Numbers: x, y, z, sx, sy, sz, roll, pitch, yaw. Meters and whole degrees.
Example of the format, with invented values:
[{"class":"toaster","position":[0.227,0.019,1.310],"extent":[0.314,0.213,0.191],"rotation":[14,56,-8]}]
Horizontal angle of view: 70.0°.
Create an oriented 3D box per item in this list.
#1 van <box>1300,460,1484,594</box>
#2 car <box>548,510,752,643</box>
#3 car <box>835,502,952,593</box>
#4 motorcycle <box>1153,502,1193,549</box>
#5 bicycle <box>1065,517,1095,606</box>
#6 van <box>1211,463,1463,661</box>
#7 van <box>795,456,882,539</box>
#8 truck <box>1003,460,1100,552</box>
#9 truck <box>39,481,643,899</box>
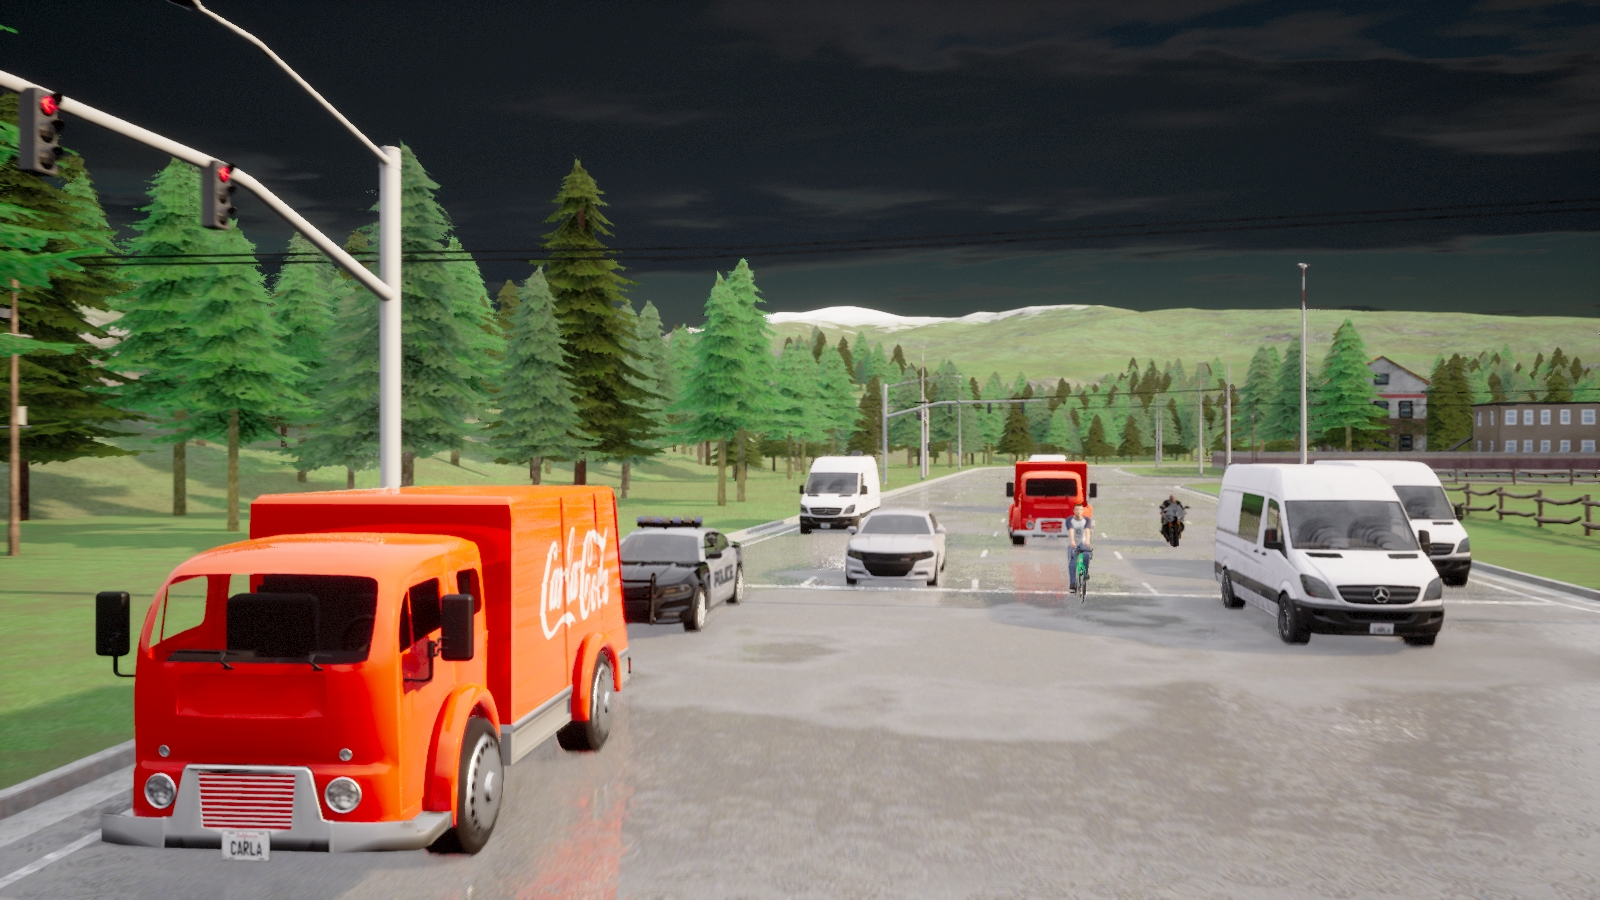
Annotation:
[{"class":"van","position":[12.901,1.527,25.374],"extent":[1.988,2.561,5.915],"rotation":[0,0,11]},{"class":"car","position":[-2.316,1.974,19.269],"extent":[2.097,1.638,5.238],"rotation":[0,0,8]},{"class":"car","position":[2.162,2.025,24.861],"extent":[2.097,1.535,5.006],"rotation":[0,0,10]},{"class":"motorcycle","position":[10.965,2.195,33.639],"extent":[0.867,1.251,2.209],"rotation":[0,0,12]},{"class":"bicycle","position":[5.208,2.049,21.296],"extent":[0.373,1.496,1.643],"rotation":[0,0,8]},{"class":"van","position":[8.255,1.529,18.292],"extent":[1.988,2.561,5.915],"rotation":[0,0,8]},{"class":"van","position":[1.433,1.519,39.268],"extent":[1.988,2.561,5.915],"rotation":[0,0,12]},{"class":"truck","position":[7.492,1.557,34.153],"extent":[2.627,2.467,5.204],"rotation":[0,0,12]},{"class":"truck","position":[-3.147,1.564,9.482],"extent":[2.627,2.467,5.204],"rotation":[0,0,4]}]
